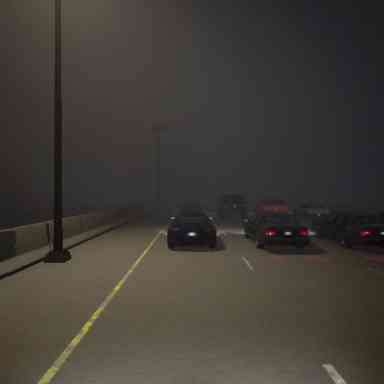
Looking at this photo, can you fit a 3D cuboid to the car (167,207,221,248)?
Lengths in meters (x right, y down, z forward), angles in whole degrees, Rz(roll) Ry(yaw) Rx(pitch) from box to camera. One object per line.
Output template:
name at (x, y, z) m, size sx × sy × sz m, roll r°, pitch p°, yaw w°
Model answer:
car at (0.000, 1.573, 14.650) m, size 1.994 × 1.385 × 4.181 m, roll 0°, pitch 0°, yaw 0°

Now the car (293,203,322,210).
car at (10.500, 1.617, 29.680) m, size 1.895 × 1.301 × 4.718 m, roll 0°, pitch 0°, yaw 0°

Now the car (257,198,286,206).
car at (7.000, 1.366, 29.620) m, size 2.097 × 1.767 × 4.553 m, roll 0°, pitch 0°, yaw 0°

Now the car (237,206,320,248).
car at (3.500, 1.564, 14.650) m, size 2.033 × 1.411 × 5.357 m, roll 0°, pitch 0°, yaw 0°

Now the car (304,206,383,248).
car at (7.000, 1.564, 14.650) m, size 2.033 × 1.411 × 5.357 m, roll 0°, pitch 0°, yaw 0°

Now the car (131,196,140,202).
car at (-12.694, 1.516, 74.708) m, size 1.994 × 1.385 × 4.181 m, roll 0°, pitch 0°, yaw -10°

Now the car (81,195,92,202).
car at (-22.992, 1.481, 72.658) m, size 1.837 × 1.490 × 4.892 m, roll 0°, pitch 0°, yaw -10°

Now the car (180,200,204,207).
car at (0.000, 1.517, 29.650) m, size 1.837 × 1.490 × 4.892 m, roll 0°, pitch 0°, yaw 0°

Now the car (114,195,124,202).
car at (-16.127, 1.469, 74.025) m, size 1.837 × 1.490 × 4.892 m, roll 0°, pitch 0°, yaw -10°

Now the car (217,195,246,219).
car at (3.500, 1.258, 29.680) m, size 2.150 × 2.045 × 5.566 m, roll 0°, pitch 0°, yaw 0°

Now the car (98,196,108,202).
car at (-19.559, 1.514, 73.341) m, size 2.033 × 1.411 × 5.357 m, roll 0°, pitch 0°, yaw -10°
